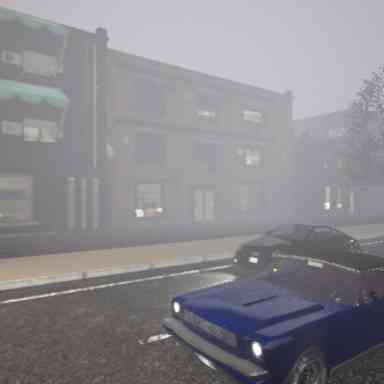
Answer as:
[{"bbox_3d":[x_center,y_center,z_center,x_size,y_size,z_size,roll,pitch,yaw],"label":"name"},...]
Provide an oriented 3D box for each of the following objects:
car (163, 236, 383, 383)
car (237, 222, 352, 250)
[{"bbox_3d":[1.957,1.640,5.081,4.718,1.301,1.895,1,0,-35],"label":"car"},{"bbox_3d":[3.259,1.638,10.002,4.181,1.385,1.994,1,0,-36],"label":"car"}]
